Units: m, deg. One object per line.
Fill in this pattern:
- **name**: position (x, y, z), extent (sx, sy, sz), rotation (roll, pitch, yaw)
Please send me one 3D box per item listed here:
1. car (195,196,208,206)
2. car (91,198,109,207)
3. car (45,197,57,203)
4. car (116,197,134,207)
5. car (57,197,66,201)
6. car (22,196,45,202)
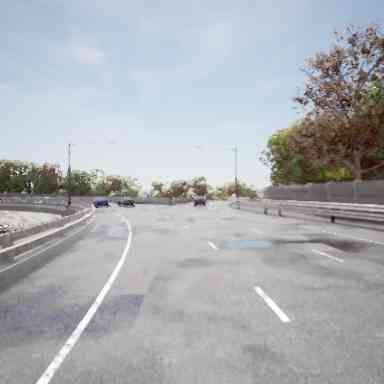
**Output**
- **car**: position (1.519, 1.492, 55.169), extent (1.837, 1.490, 4.892), rotation (-2, 0, 7)
- **car**: position (-15.154, 1.661, 54.424), extent (1.882, 1.535, 5.008), rotation (0, 0, -31)
- **car**: position (-37.420, 1.971, 85.282), extent (4.674, 1.442, 1.812), rotation (-1, 0, 37)
- **car**: position (-10.956, 1.639, 54.138), extent (1.837, 1.490, 4.892), rotation (0, 0, -30)
- **car**: position (-35.337, 1.942, 88.086), extent (4.902, 1.511, 2.128), rotation (-1, 0, 37)
- **car**: position (-39.169, 1.959, 82.194), extent (4.892, 1.490, 1.837), rotation (-1, 0, 37)
